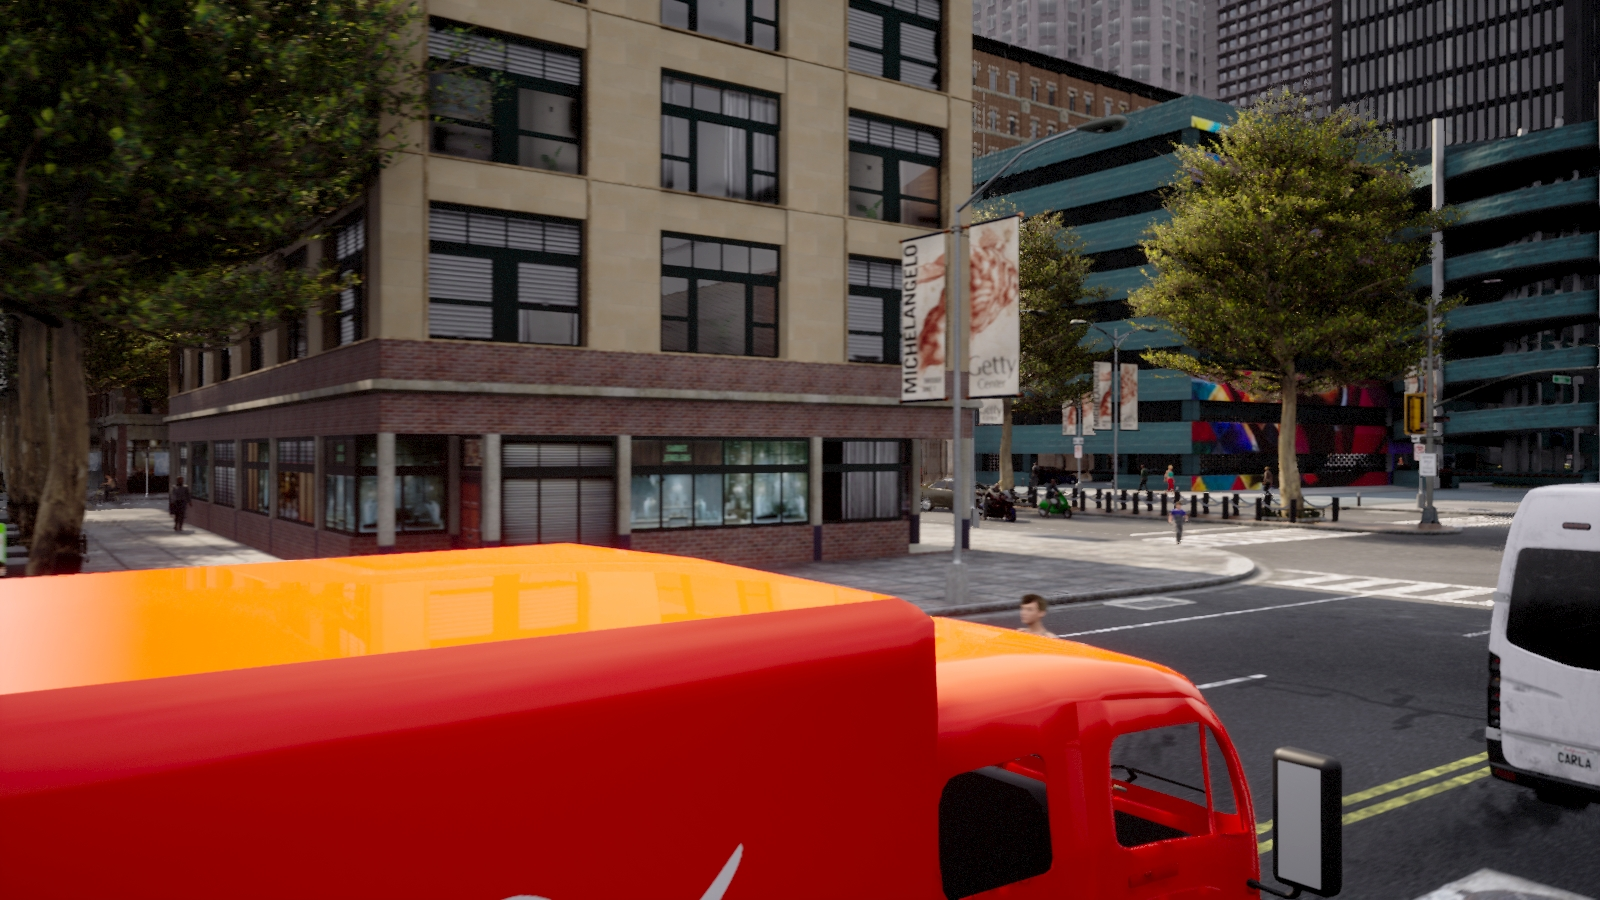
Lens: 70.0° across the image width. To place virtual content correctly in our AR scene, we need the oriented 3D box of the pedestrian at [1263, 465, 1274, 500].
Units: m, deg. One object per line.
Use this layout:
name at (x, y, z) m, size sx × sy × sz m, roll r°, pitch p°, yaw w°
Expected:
pedestrian at (24.898, 1.721, 60.673) m, size 0.375 × 1.860 × 0.375 m, roll 0°, pitch 0°, yaw -26°

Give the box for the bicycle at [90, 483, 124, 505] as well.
bicycle at (-35.665, 2.260, 58.786) m, size 1.487 × 1.080 × 0.859 m, roll 0°, pitch 0°, yaw -32°

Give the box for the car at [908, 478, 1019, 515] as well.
car at (7.344, 2.077, 51.835) m, size 2.231 × 1.480 × 4.892 m, roll 0°, pitch 0°, yaw -35°

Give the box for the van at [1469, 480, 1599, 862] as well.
van at (7.972, 1.540, 9.384) m, size 5.915 × 2.561 × 1.988 m, roll 0°, pitch 0°, yaw -35°

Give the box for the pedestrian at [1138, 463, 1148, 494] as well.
pedestrian at (20.836, 1.720, 69.411) m, size 0.375 × 1.860 × 0.375 m, roll 0°, pitch 0°, yaw -28°

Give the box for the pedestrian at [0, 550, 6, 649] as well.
pedestrian at (-10.959, 2.024, 15.419) m, size 0.375 × 1.300 × 0.375 m, roll 0°, pitch 0°, yaw -40°

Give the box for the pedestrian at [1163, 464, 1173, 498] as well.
pedestrian at (20.451, 1.720, 63.528) m, size 0.375 × 1.860 × 0.375 m, roll 0°, pitch 0°, yaw -31°

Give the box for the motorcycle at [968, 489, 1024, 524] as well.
motorcycle at (7.751, 2.219, 45.210) m, size 0.867 × 1.251 × 2.209 m, roll 0°, pitch 0°, yaw -35°

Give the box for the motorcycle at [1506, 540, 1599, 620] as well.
motorcycle at (13.035, 2.222, 19.770) m, size 0.803 × 1.145 × 2.033 m, roll -2°, pitch -1°, yaw 15°

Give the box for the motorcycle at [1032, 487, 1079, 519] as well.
motorcycle at (10.553, 2.198, 47.285) m, size 0.856 × 1.236 × 1.805 m, roll 0°, pitch 0°, yaw -35°

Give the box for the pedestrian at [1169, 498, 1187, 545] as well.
pedestrian at (10.555, 1.989, 31.907) m, size 0.375 × 1.300 × 0.375 m, roll 0°, pitch 0°, yaw 4°

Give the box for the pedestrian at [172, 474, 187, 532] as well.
pedestrian at (-20.042, 1.699, 36.923) m, size 0.375 × 1.860 × 0.375 m, roll 0°, pitch 0°, yaw -36°

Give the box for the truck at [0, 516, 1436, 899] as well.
truck at (-0.892, 1.573, 3.162) m, size 5.204 × 2.467 × 2.627 m, roll 0°, pitch 0°, yaw -35°
